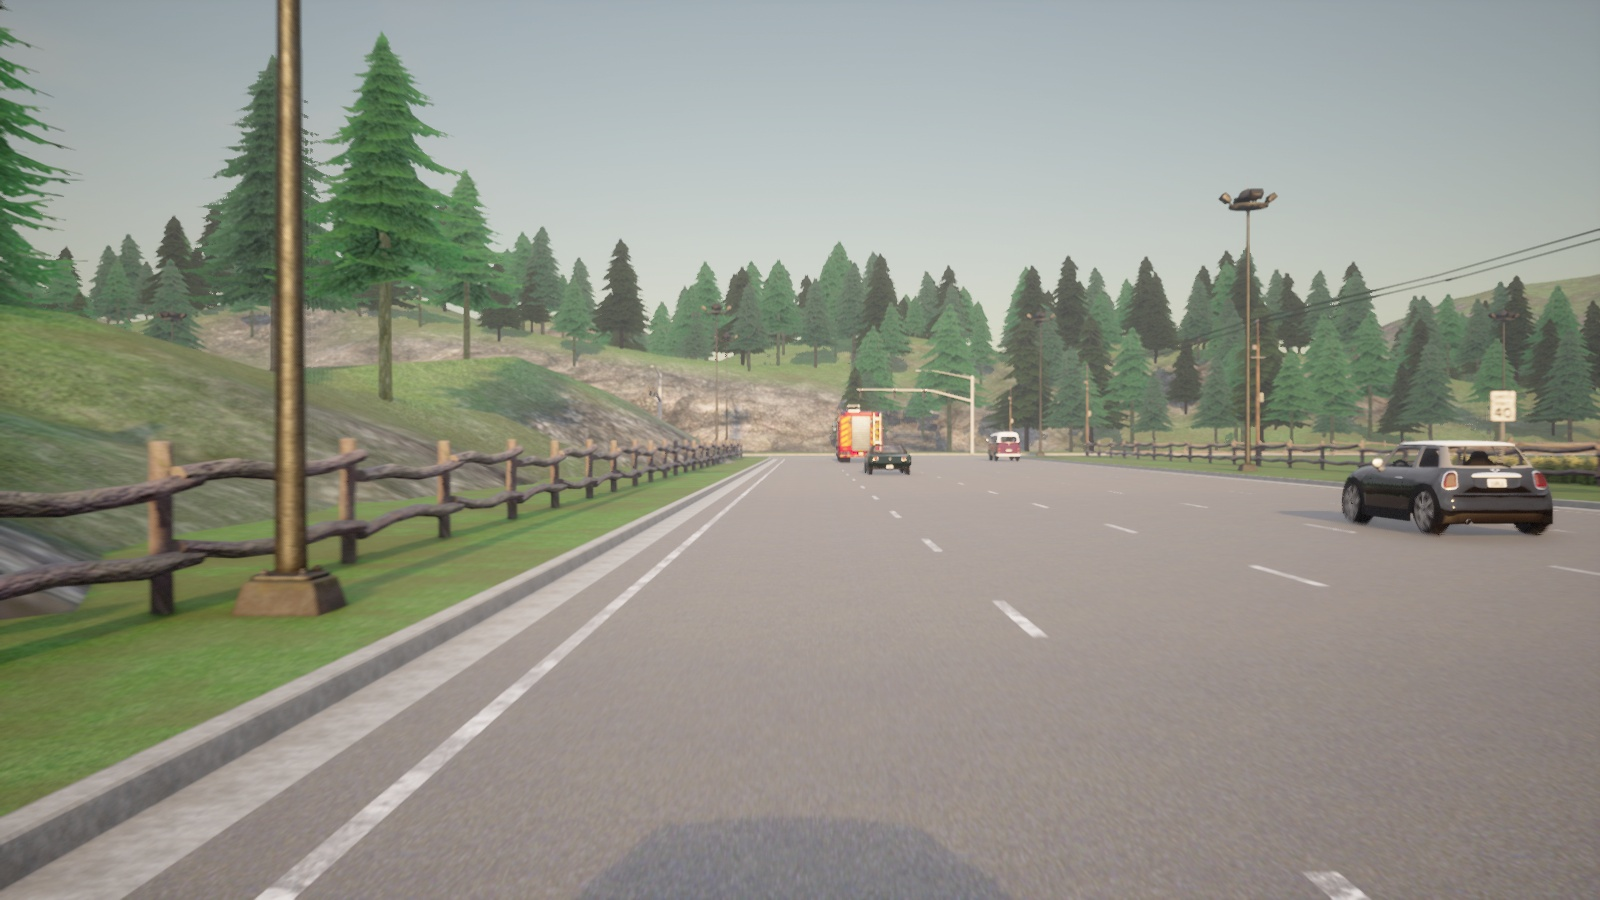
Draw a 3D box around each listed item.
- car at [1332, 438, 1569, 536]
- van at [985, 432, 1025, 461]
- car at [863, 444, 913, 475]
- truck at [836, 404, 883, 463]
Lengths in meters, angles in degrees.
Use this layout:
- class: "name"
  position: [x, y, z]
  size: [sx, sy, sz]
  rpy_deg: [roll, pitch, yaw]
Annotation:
- class: "car"
  position: [10.633, 0.547, 20.869]
  size: [1.970, 1.475, 3.806]
  rpy_deg: [0, 0, 0]
- class: "van"
  position: [14.519, -0.256, 89.099]
  size: [2.069, 2.038, 4.480]
  rpy_deg: [0, 0, 0]
- class: "car"
  position: [3.827, 0.392, 55.303]
  size: [1.895, 1.301, 4.718]
  rpy_deg: [0, 0, 0]
- class: "truck"
  position: [4.001, -1.129, 86.082]
  size: [2.891, 3.827, 8.468]
  rpy_deg: [0, 0, 0]
